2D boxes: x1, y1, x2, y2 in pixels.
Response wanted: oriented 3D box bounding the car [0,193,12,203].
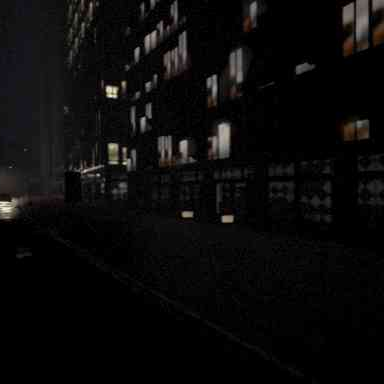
[{"bbox_3d":[-30.057,0.972,53.388,1.882,1.535,5.008,-1,1,-27],"label":"car"}]
